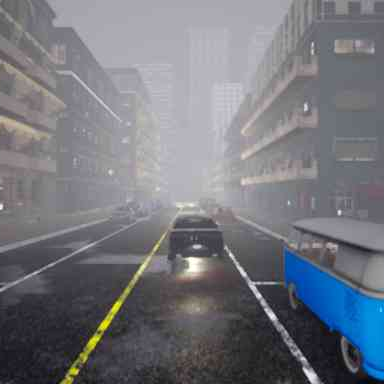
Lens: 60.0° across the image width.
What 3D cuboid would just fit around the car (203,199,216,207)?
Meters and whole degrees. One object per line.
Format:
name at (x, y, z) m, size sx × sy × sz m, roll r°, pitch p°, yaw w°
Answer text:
car at (2.574, 1.874, 39.089) m, size 1.752 × 1.417 × 4.829 m, roll -1°, pitch -1°, yaw 0°

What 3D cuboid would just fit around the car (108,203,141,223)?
car at (-5.740, 1.835, 27.721) m, size 1.802 × 1.307 × 4.206 m, roll -1°, pitch -1°, yaw 0°

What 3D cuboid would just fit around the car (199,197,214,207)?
car at (2.540, 1.763, 50.125) m, size 2.192 × 1.841 × 5.009 m, roll -1°, pitch -1°, yaw 0°

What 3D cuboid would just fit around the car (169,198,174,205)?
car at (-5.915, 2.288, 78.136) m, size 1.802 × 1.307 × 4.206 m, roll -1°, pitch -1°, yaw 0°

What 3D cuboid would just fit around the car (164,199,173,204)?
car at (-5.930, 2.339, 83.738) m, size 1.802 × 1.307 × 4.206 m, roll -1°, pitch -1°, yaw 0°

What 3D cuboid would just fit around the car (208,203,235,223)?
car at (2.607, 1.829, 27.715) m, size 1.802 × 1.307 × 4.206 m, roll -1°, pitch -1°, yaw 0°

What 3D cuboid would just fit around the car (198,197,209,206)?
car at (2.478, 1.965, 72.532) m, size 2.192 × 1.841 × 5.009 m, roll -1°, pitch -1°, yaw 0°

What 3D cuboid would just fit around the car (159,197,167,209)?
car at (-5.845, 1.819, 55.731) m, size 2.192 × 1.841 × 5.009 m, roll -1°, pitch -1°, yaw 0°

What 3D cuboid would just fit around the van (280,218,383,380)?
van at (2.667, 1.388, 5.309) m, size 1.690 × 1.788 × 3.998 m, roll -1°, pitch -1°, yaw 0°

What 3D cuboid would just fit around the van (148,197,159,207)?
van at (-5.791, 1.744, 44.528) m, size 1.690 × 1.788 × 3.998 m, roll -1°, pitch -1°, yaw 0°

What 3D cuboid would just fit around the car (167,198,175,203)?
car at (-5.962, 2.410, 94.943) m, size 2.008 × 1.369 × 4.403 m, roll -1°, pitch -1°, yaw 0°

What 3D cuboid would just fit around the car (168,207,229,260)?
car at (0.090, 1.595, 13.025) m, size 1.882 × 1.535 × 5.008 m, roll 0°, pitch 0°, yaw -2°

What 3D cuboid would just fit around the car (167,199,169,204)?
car at (-5.875, 2.105, 61.332) m, size 2.008 × 1.369 × 4.403 m, roll -1°, pitch -1°, yaw 0°

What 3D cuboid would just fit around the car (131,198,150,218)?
car at (-5.758, 1.743, 33.323) m, size 1.967 × 1.590 × 4.097 m, roll -1°, pitch -1°, yaw 0°

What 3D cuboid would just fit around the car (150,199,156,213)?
car at (-5.772, 1.904, 38.924) m, size 2.008 × 1.369 × 4.403 m, roll -1°, pitch -1°, yaw 0°
